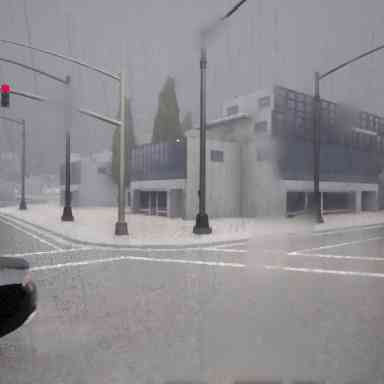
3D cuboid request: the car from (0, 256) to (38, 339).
[{"bbox_3d":[-4.530,1.479,3.974,4.902,1.511,2.128,0,0,-37],"label":"car"}]
